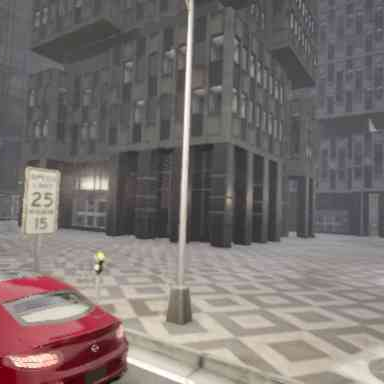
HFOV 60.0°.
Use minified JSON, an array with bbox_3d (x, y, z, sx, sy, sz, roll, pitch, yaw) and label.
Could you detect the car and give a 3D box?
[{"bbox_3d":[-2.734,1.760,4.628,4.206,1.307,1.802,0,-4,33],"label":"car"}]
